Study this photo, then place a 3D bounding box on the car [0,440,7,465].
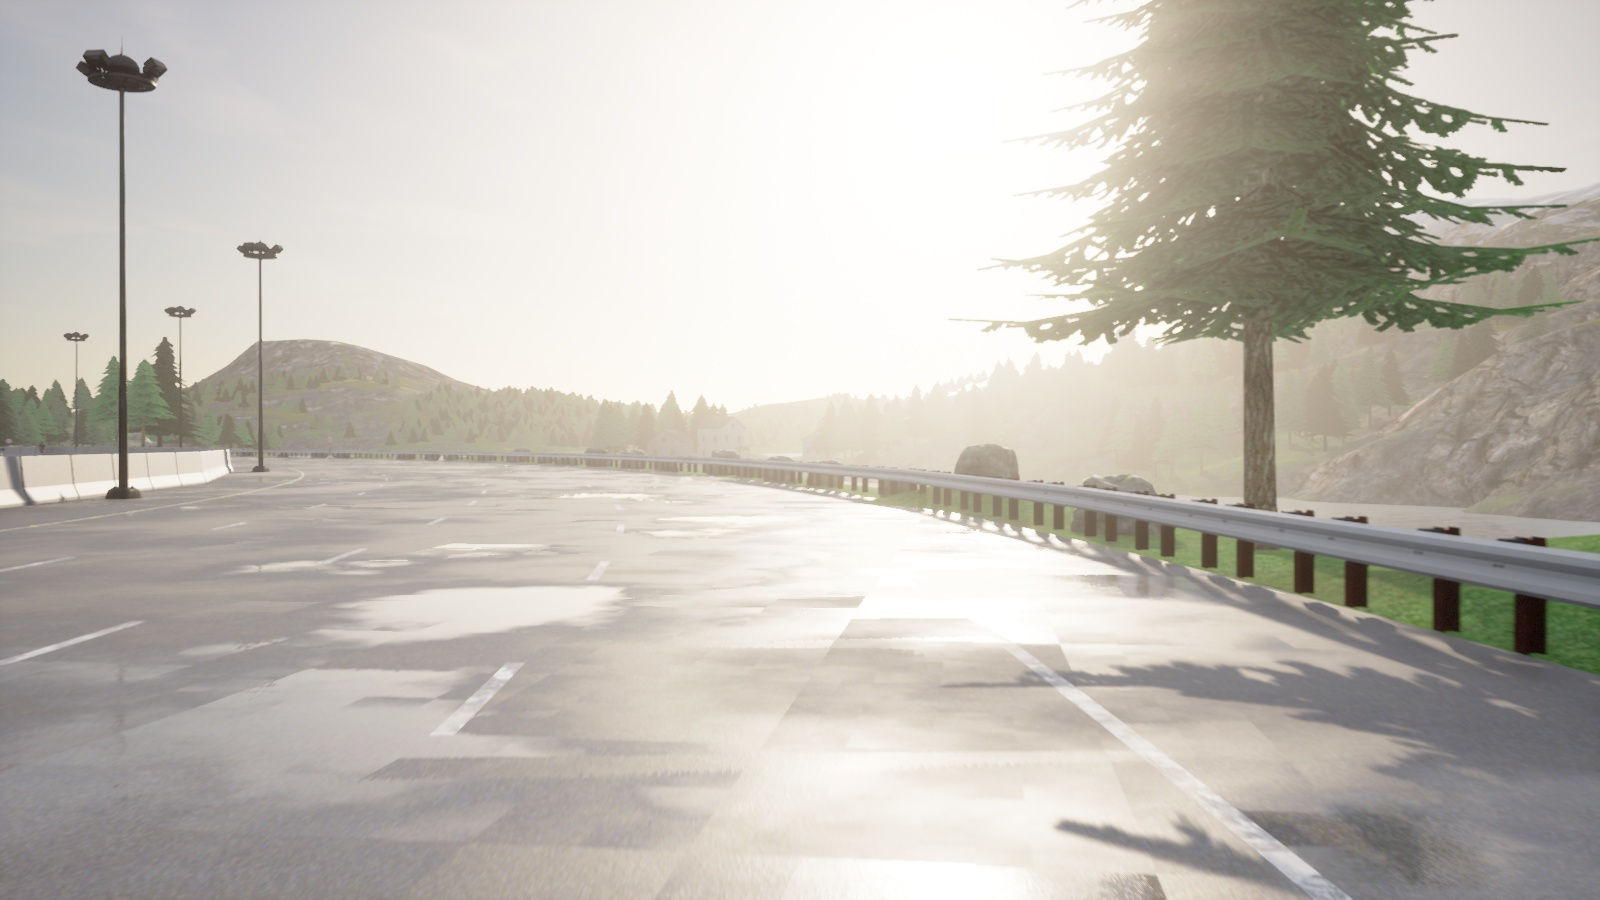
[{"bbox_3d":[-52.096,0.159,80.690,1.851,1.617,3.988,0,0,-33],"label":"car"}]
